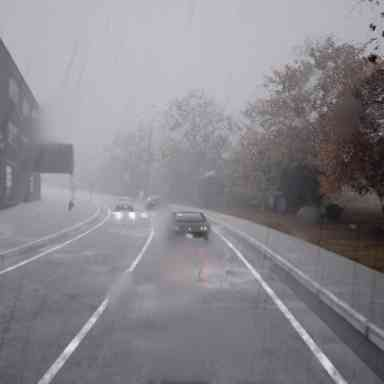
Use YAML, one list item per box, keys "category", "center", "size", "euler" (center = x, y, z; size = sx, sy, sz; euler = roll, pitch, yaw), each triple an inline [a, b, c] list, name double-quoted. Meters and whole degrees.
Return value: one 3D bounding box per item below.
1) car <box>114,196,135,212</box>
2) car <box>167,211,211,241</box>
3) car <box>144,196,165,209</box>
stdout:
- category: "car"
  center: [-7.155, 1.216, 35.116]
  size: [1.837, 1.490, 4.892]
  euler: [1, 1, -15]
- category: "car"
  center: [-0.253, 1.559, 16.267]
  size: [1.895, 1.301, 4.718]
  euler: [0, 0, -4]
- category: "car"
  center: [-4.485, 1.209, 39.090]
  size: [1.837, 1.490, 4.892]
  euler: [1, 1, -17]
